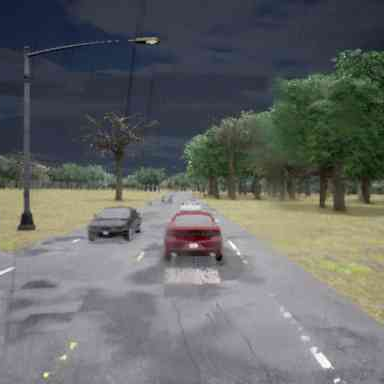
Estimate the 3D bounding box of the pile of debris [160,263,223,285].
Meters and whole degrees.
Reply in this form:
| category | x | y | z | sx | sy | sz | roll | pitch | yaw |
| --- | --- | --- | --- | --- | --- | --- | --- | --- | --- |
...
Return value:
| category | x | y | z | sx | sy | sz | roll | pitch | yaw |
| --- | --- | --- | --- | --- | --- | --- | --- | --- | --- |
| pile of debris | -0.020 | 2.169 | 8.921 | 1.500 | 0.140 | 1.860 | 0 | 0 | 0 |

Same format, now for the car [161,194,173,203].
| category | x | y | z | sx | sy | sz | roll | pitch | yaw |
| --- | --- | --- | --- | --- | --- | --- | --- | --- | --- |
| car | -4.348 | 1.144 | 57.560 | 2.128 | 1.511 | 4.902 | 0 | 1 | -1 |

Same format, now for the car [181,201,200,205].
| category | x | y | z | sx | sy | sz | roll | pitch | yaw |
| --- | --- | --- | --- | --- | --- | --- | --- | --- | --- |
| car | -0.146 | 1.513 | 31.467 | 1.895 | 1.301 | 4.718 | 0 | 0 | -1 |

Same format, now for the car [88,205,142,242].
| category | x | y | z | sx | sy | sz | roll | pitch | yaw |
| --- | --- | --- | --- | --- | --- | --- | --- | --- | --- |
| car | -3.674 | 1.454 | 16.551 | 1.882 | 1.535 | 5.008 | 0 | 0 | 0 |

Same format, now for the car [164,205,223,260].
| category | x | y | z | sx | sy | sz | roll | pitch | yaw |
| --- | --- | --- | --- | --- | --- | --- | --- | --- | --- |
| car | 0.041 | 1.463 | 12.474 | 1.882 | 1.535 | 5.008 | 0 | 0 | 0 |
